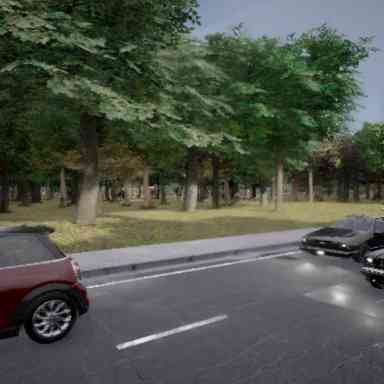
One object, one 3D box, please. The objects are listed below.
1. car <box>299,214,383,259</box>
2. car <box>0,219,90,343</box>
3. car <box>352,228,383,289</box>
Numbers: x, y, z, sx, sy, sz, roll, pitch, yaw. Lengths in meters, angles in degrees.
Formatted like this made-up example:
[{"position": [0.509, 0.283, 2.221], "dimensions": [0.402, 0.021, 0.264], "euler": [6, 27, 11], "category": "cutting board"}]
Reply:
[{"position": [6.249, 1.537, 12.074], "dimensions": [5.357, 1.411, 2.033], "euler": [0, 0, -35], "category": "car"}, {"position": [-3.968, 1.349, 4.823], "dimensions": [4.553, 1.767, 2.097], "euler": [0, 0, -35], "category": "car"}, {"position": [6.082, 1.594, 7.984], "dimensions": [4.718, 1.301, 1.895], "euler": [0, 0, -35], "category": "car"}]
